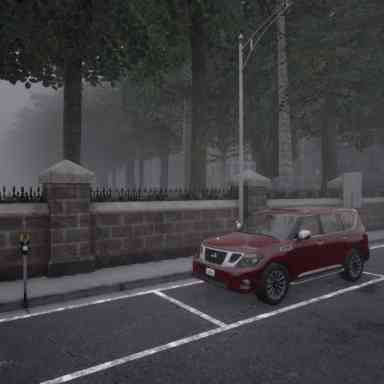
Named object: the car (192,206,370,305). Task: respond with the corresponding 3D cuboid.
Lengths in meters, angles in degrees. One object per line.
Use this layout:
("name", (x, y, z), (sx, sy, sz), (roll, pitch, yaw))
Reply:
("car", (2.422, 1.314, 8.261), (5.009, 1.841, 2.192), (0, 0, -36))
